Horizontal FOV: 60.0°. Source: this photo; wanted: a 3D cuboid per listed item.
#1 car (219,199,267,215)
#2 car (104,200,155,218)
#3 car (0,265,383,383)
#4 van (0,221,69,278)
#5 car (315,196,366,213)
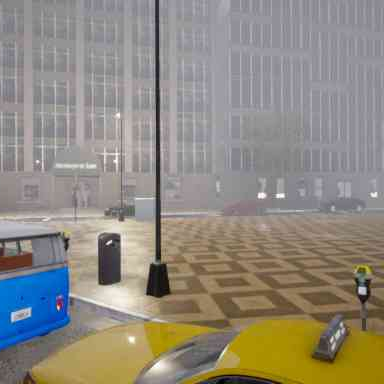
[{"bbox_3d":[4.569,1.320,29.911,4.181,1.385,1.994,0,0,-14],"label":"car"},{"bbox_3d":[-5.144,1.396,27.485,4.181,1.385,1.994,0,0,-14],"label":"car"},{"bbox_3d":[0.667,1.526,2.250,4.829,1.417,1.752,0,0,35],"label":"car"},{"bbox_3d":[-3.705,1.343,5.358,3.998,1.788,1.690,0,0,35],"label":"van"},{"bbox_3d":[14.428,1.191,32.355,4.892,1.490,1.837,0,0,-14],"label":"car"}]
